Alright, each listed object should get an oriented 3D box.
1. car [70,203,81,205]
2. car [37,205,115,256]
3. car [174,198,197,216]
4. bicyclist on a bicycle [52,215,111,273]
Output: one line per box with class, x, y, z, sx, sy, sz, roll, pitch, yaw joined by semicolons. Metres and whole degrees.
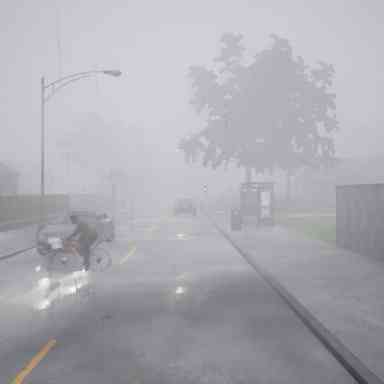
car;-13.672;1.356;33.109;5.357;1.415;2.033;0;0;1
car;-4.381;1.489;13.219;2.128;1.511;4.902;0;0;0
car;-0.662;1.352;32.212;2.097;1.767;4.553;0;0;-1
bicyclist on a bicycle;-3.097;1.454;9.262;1.656;1.620;0.582;-2;0;-1
